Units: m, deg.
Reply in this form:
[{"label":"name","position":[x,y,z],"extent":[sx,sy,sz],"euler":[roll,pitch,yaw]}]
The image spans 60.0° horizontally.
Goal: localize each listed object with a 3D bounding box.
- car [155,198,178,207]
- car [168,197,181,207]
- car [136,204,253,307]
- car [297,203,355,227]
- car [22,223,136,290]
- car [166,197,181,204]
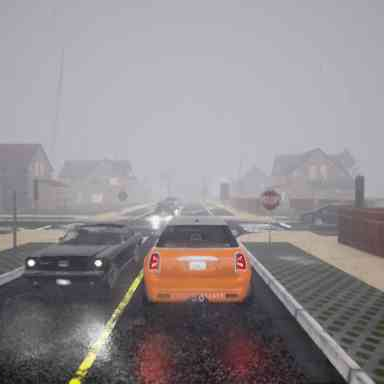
[{"label":"car","position":[-2.852,1.636,35.102],"extent":[1.895,1.301,4.718],"euler":[0,0,0]},{"label":"car","position":[-2.842,1.645,55.245],"extent":[1.812,1.442,4.674],"euler":[0,0,0]},{"label":"car","position":[0.100,1.349,8.126],"extent":[2.097,1.767,4.553],"euler":[0,0,0]},{"label":"car","position":[9.778,1.567,23.040],"extent":[4.892,1.490,1.837],"euler":[1,0,-2]},{"label":"car","position":[-2.669,1.597,9.238],"extent":[1.895,1.301,4.718],"euler":[0,0,1]},{"label":"car","position":[-2.846,1.424,45.016],"extent":[2.097,1.767,4.553],"euler":[0,0,0]}]
